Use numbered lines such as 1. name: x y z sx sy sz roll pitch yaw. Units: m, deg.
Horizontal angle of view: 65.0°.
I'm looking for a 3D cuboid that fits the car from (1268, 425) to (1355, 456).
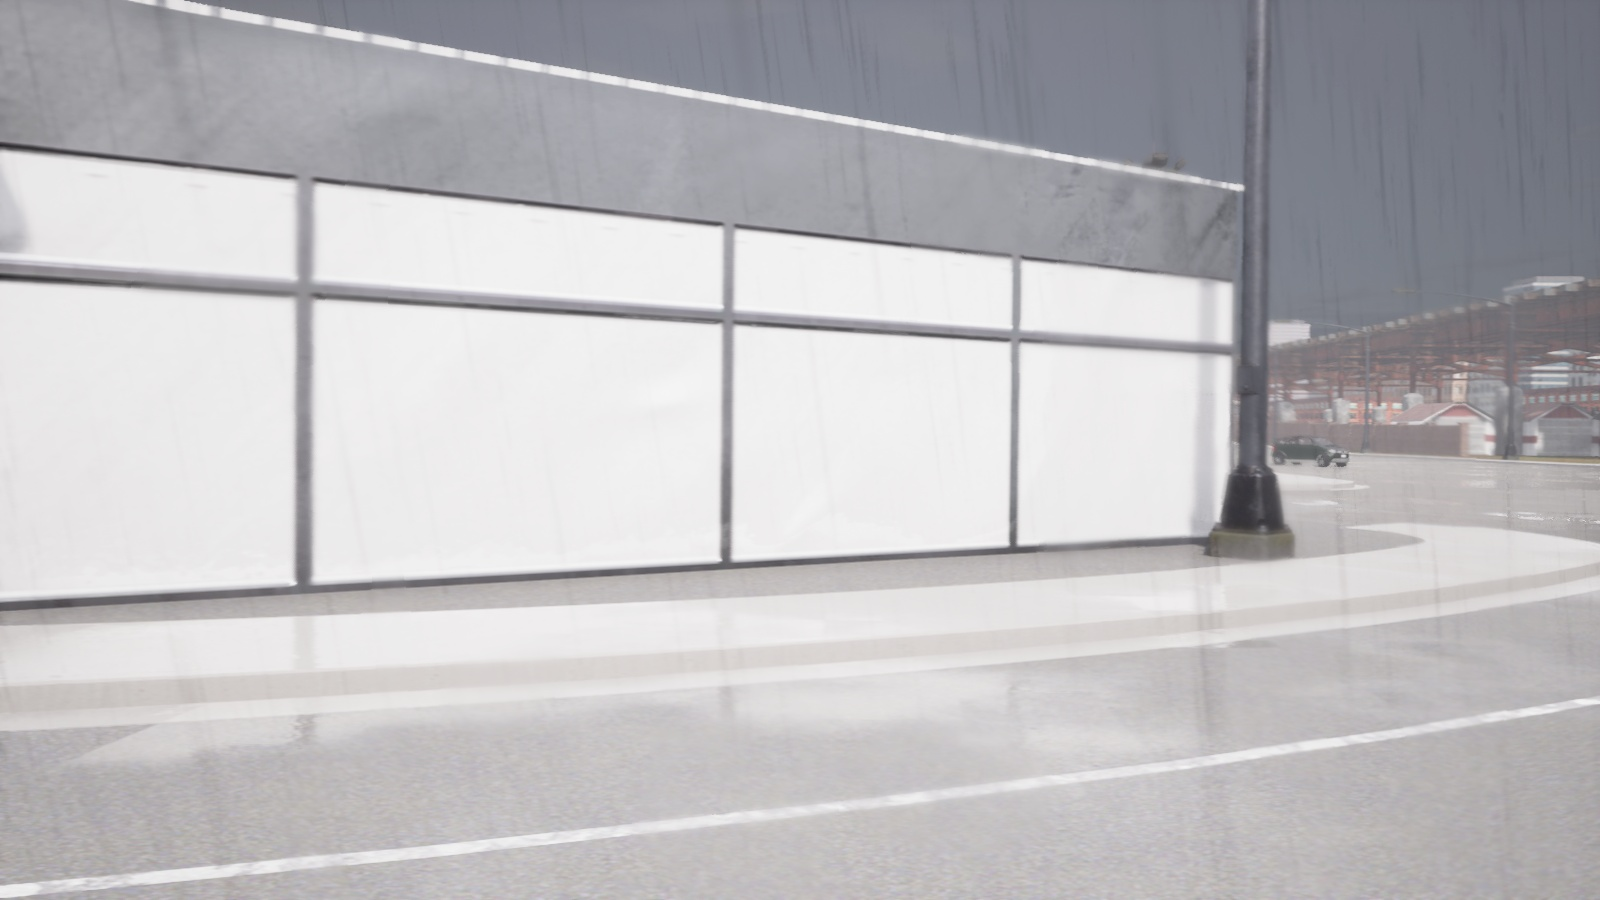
1. car: 25.831 -0.483 63.514 1.789 1.549 3.705 -1 1 -32
